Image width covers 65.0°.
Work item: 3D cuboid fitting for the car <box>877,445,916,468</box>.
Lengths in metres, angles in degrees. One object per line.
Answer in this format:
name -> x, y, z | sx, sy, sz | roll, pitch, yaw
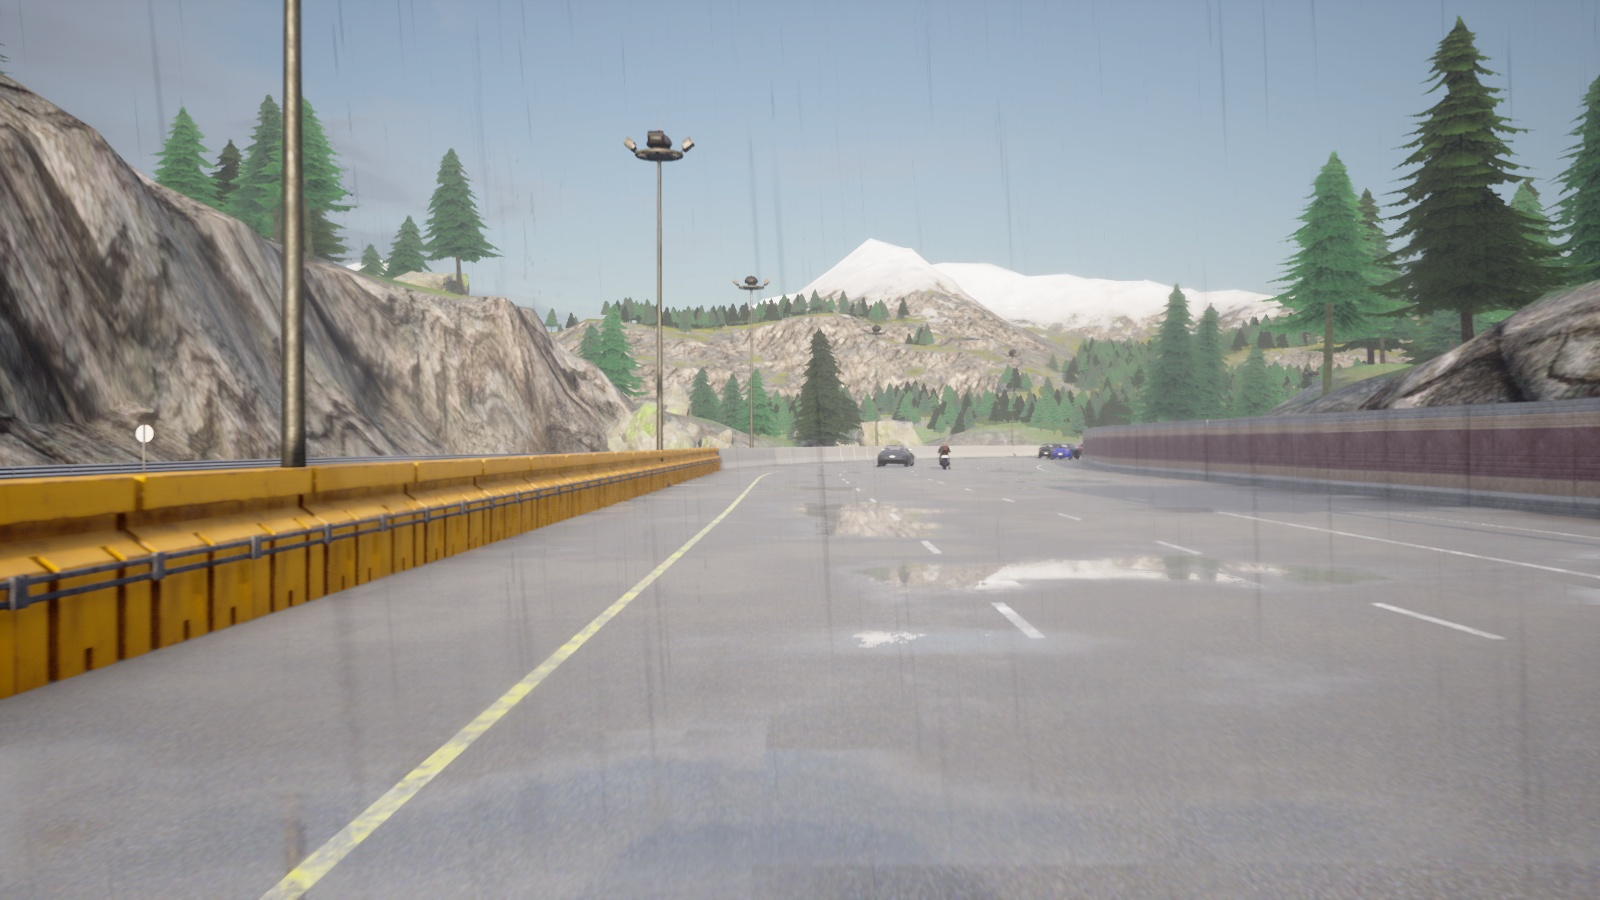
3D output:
car -> 6.077, 0.370, 78.921 | 1.994, 1.385, 4.181 | 0, 0, 11
